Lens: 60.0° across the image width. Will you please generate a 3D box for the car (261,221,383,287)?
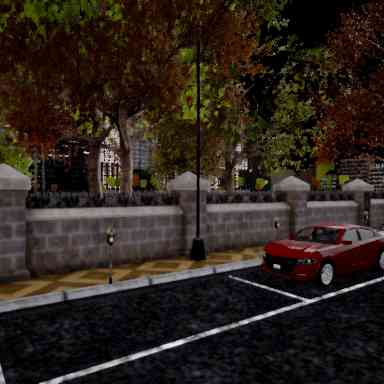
[{"bbox_3d":[3.875,1.544,9.320,4.507,1.381,1.887,0,0,-35],"label":"car"}]
